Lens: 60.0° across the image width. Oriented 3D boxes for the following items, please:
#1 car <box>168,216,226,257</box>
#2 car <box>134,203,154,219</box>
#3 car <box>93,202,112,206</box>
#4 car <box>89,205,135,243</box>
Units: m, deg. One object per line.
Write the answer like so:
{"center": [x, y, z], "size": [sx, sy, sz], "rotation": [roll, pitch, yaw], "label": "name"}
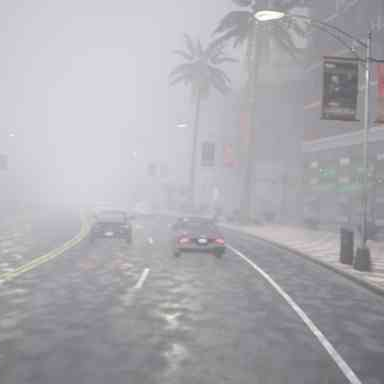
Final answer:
{"center": [0.068, 1.724, 13.775], "size": [2.033, 1.411, 5.357], "rotation": [2, -1, -7], "label": "car"}
{"center": [-4.931, 1.757, 32.303], "size": [1.812, 1.442, 4.674], "rotation": [2, -1, -19], "label": "car"}
{"center": [-8.230, 1.626, 31.140], "size": [1.812, 1.442, 4.674], "rotation": [2, -1, -19], "label": "car"}
{"center": [-3.873, 1.594, 16.339], "size": [1.812, 1.442, 4.674], "rotation": [2, 0, -9], "label": "car"}
